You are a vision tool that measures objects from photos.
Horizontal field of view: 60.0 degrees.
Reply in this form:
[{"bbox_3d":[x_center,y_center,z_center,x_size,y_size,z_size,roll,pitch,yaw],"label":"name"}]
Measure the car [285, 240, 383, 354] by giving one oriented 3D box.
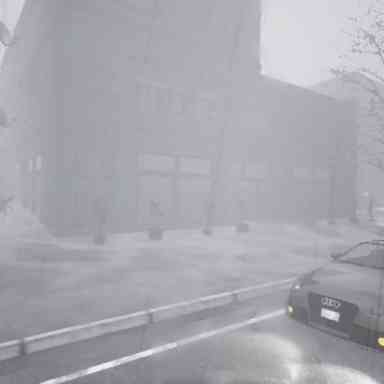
[{"bbox_3d":[3.616,1.608,5.959,4.181,1.385,1.994,1,0,-36],"label":"car"}]
